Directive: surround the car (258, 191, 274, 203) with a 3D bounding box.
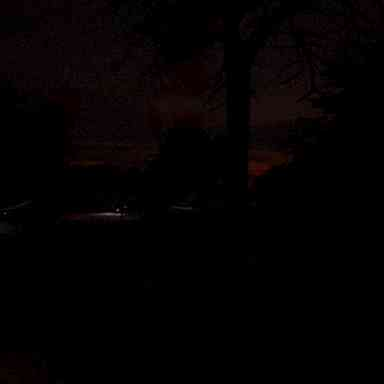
[{"bbox_3d":[13.143,0.943,58.881,2.150,2.045,5.566,1,0,22],"label":"car"}]

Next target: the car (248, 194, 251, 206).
[{"bbox_3d":[6.207,0.821,44.616,2.150,2.045,5.566,1,0,28],"label":"car"}]

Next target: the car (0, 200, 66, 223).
[{"bbox_3d":[-11.324,1.315,23.615,1.812,1.442,4.674,2,2,37],"label":"car"}]

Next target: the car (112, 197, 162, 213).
[{"bbox_3d":[-5.179,1.204,32.098,2.033,1.411,5.357,2,2,35],"label":"car"}]

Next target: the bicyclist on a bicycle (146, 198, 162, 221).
[{"bbox_3d":[-2.791,1.285,24.299,1.656,1.620,0.582,0,0,36],"label":"bicyclist on a bicycle"}]

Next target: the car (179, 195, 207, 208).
[{"bbox_3d":[0.216,1.077,40.633,1.812,1.442,4.674,1,1,31],"label":"car"}]
